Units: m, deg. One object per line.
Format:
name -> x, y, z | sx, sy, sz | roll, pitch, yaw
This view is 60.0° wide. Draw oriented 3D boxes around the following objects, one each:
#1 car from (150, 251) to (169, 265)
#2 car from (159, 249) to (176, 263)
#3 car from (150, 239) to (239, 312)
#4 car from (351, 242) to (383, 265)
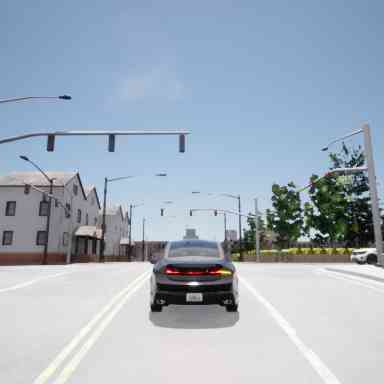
car -> -3.649, 7.608, 38.340 | 1.812, 1.442, 4.674 | 0, -12, -2
car -> -3.738, 10.151, 52.124 | 2.150, 2.045, 5.566 | 0, -12, 0
car -> 0.047, 1.985, 8.588 | 1.837, 1.490, 4.892 | 0, -7, 0
car -> 16.800, 5.314, 28.827 | 5.566, 2.045, 2.150 | 0, -12, 1
